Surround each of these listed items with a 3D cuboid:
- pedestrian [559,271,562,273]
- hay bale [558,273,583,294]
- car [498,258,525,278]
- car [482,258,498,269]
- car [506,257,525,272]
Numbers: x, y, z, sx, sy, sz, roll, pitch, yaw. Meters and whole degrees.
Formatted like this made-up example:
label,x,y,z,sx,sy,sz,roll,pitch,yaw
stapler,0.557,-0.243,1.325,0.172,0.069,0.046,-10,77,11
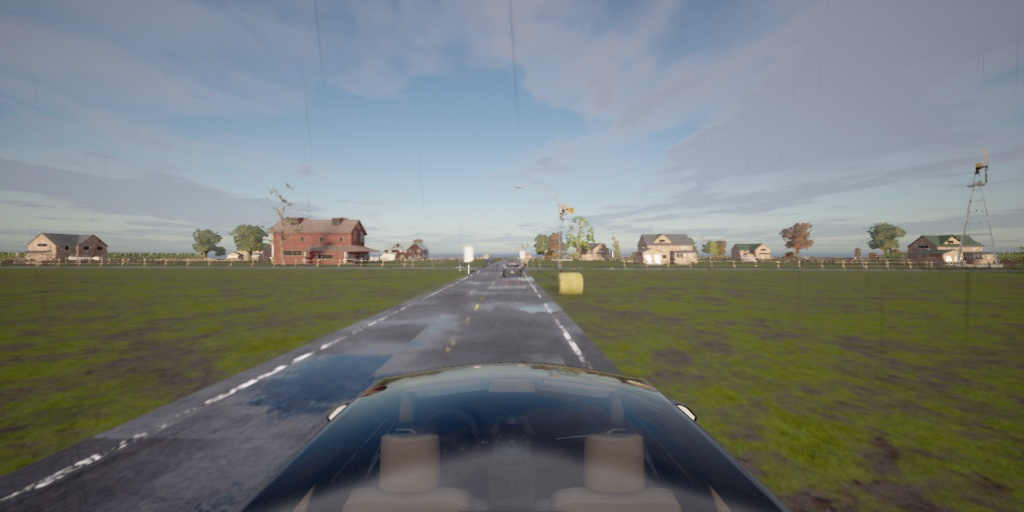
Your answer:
label,x,y,z,sx,sy,sz,roll,pitch,yaw
pedestrian,2.804,1.045,20.398,0.375,1.860,0.375,0,0,4
hay bale,3.126,1.401,19.300,1.220,1.180,1.240,0,0,0
car,0.060,1.232,34.062,2.128,1.511,4.902,0,0,0
car,-2.749,0.901,46.310,1.994,1.385,4.181,0,0,0
car,0.518,1.084,47.423,2.097,1.767,4.553,0,0,7
